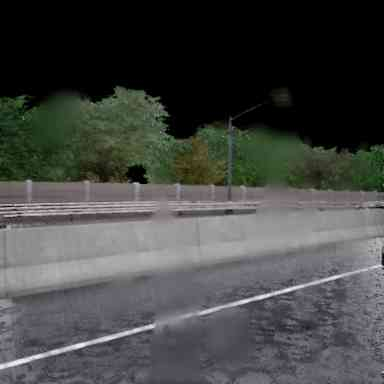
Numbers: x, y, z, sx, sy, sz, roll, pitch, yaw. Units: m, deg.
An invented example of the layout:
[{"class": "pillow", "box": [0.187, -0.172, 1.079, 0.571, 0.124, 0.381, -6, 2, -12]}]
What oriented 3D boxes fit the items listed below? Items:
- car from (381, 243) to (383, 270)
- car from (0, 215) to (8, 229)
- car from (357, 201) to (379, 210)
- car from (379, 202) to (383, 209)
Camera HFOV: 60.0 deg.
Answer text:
[{"class": "car", "box": [6.764, 1.478, 8.570, 4.902, 1.511, 2.128, 0, 0, -35]}, {"class": "car", "box": [-12.339, 1.549, 16.689, 5.357, 1.411, 2.033, 0, 0, -35]}, {"class": "car", "box": [22.612, 1.900, 41.587, 5.008, 1.535, 1.882, 2, -1, -35]}, {"class": "car", "box": [23.764, 1.962, 38.108, 4.181, 1.385, 1.994, 2, -1, -35]}]
